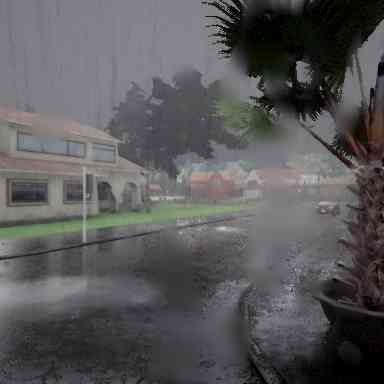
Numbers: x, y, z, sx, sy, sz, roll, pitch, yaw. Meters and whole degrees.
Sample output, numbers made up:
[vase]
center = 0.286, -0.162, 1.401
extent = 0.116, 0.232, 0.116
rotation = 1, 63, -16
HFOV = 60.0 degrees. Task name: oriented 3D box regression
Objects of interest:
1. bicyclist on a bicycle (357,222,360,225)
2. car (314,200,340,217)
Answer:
[bicyclist on a bicycle]
center = 9.386, 1.349, 17.135
extent = 1.656, 1.620, 0.582
rotation = 0, 0, 30
[car]
center = 12.804, 1.526, 31.497
extent = 1.812, 1.442, 4.674
rotation = 0, 0, 30
